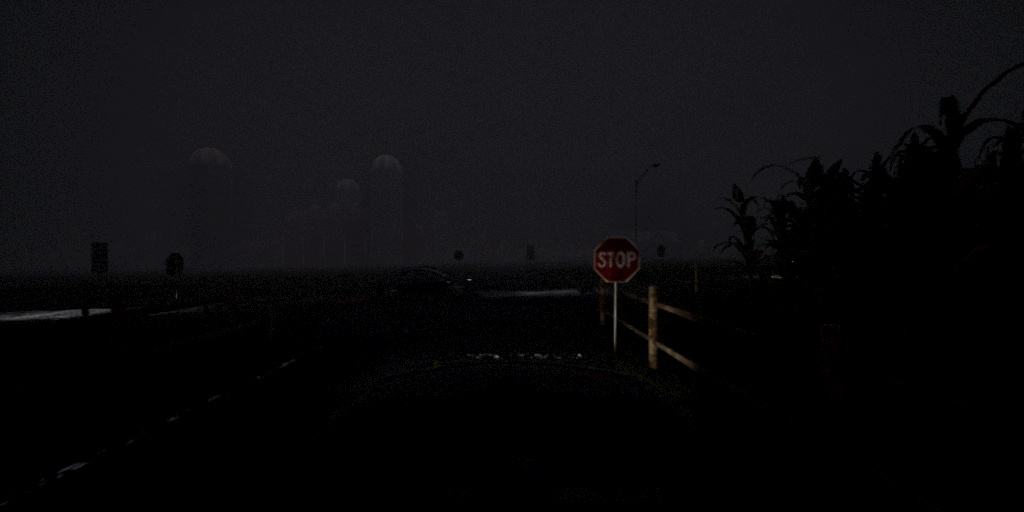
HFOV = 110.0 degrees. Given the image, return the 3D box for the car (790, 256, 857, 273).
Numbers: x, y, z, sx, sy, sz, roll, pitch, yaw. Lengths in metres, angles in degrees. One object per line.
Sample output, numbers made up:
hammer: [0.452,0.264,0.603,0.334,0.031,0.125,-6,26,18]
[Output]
car: [22.687,0.457,26.252,4.553,1.767,2.097,-1,1,-14]

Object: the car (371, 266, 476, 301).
car: [-4.224,1.229,17.384,4.902,1.511,2.128,-3,1,-11]
